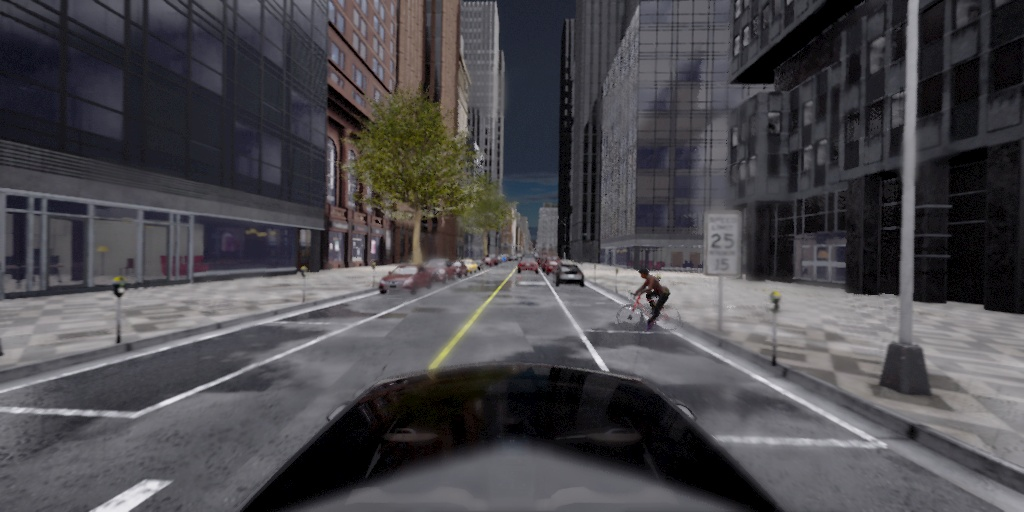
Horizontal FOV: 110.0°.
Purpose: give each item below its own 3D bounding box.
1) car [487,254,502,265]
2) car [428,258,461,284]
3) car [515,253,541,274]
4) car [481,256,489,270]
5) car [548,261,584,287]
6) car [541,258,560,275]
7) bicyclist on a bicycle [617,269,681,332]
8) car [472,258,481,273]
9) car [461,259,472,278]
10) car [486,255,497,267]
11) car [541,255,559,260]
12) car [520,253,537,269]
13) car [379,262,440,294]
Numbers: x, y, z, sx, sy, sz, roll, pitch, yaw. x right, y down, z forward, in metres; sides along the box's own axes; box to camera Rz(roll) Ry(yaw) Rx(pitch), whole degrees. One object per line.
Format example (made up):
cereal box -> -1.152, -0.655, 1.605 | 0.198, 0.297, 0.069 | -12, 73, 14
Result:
car -> -3.373, 0.599, 57.472 | 2.192, 1.841, 5.009 | 0, 0, 3
car -> -4.938, 0.925, 23.672 | 1.967, 1.591, 4.097 | 0, 0, 3
car -> 1.686, 0.856, 37.641 | 2.097, 1.767, 4.553 | 1, 0, 3
car -> -4.155, 0.946, 40.572 | 1.948, 1.339, 4.313 | 0, 0, 3
car -> 3.577, 1.206, 23.274 | 1.948, 1.339, 4.313 | 0, 0, 3
car -> 4.098, 1.114, 34.539 | 1.888, 1.381, 4.507 | 0, 0, 3
bicyclist on a bicycle -> 3.584, 1.163, 9.371 | 1.656, 1.620, 0.582 | 1, 0, 3
car -> -4.424, 0.939, 34.769 | 1.751, 1.417, 4.829 | 0, 0, 3
car -> -4.677, 1.031, 29.306 | 1.802, 1.307, 4.207 | 0, 0, 3
car -> -3.633, 0.861, 51.839 | 1.888, 1.381, 4.507 | 0, 0, 3
car -> 4.359, 0.850, 40.172 | 2.192, 1.841, 5.009 | 0, 0, 3
car -> 2.260, 0.654, 49.915 | 2.150, 2.045, 5.566 | 1, 0, 3
car -> -5.199, 1.106, 18.040 | 1.802, 1.307, 4.207 | 0, 0, 3
